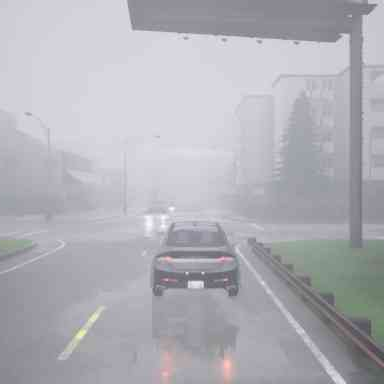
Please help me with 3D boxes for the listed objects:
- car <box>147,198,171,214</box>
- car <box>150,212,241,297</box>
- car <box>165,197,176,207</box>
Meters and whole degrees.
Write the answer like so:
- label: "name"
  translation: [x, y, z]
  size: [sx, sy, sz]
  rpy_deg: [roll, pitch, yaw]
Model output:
- label: "car"
  translation: [-3.599, 1.595, 35.404]
  size: [1.895, 1.301, 4.718]
  rpy_deg: [0, 0, 0]
- label: "car"
  translation: [0.080, 1.491, 8.562]
  size: [2.128, 1.511, 4.902]
  rpy_deg: [0, 0, 0]
- label: "car"
  translation: [-3.584, 1.484, 52.061]
  size: [2.128, 1.511, 4.902]
  rpy_deg: [0, 0, 0]
